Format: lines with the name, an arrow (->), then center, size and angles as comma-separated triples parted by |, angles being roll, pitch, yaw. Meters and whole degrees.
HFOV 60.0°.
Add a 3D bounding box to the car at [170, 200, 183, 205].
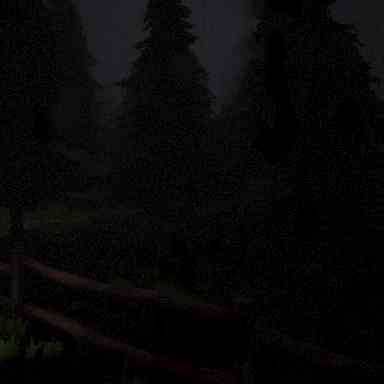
car -> -2.726, 1.591, 37.117 | 4.181, 1.385, 1.994 | 0, 0, -13
